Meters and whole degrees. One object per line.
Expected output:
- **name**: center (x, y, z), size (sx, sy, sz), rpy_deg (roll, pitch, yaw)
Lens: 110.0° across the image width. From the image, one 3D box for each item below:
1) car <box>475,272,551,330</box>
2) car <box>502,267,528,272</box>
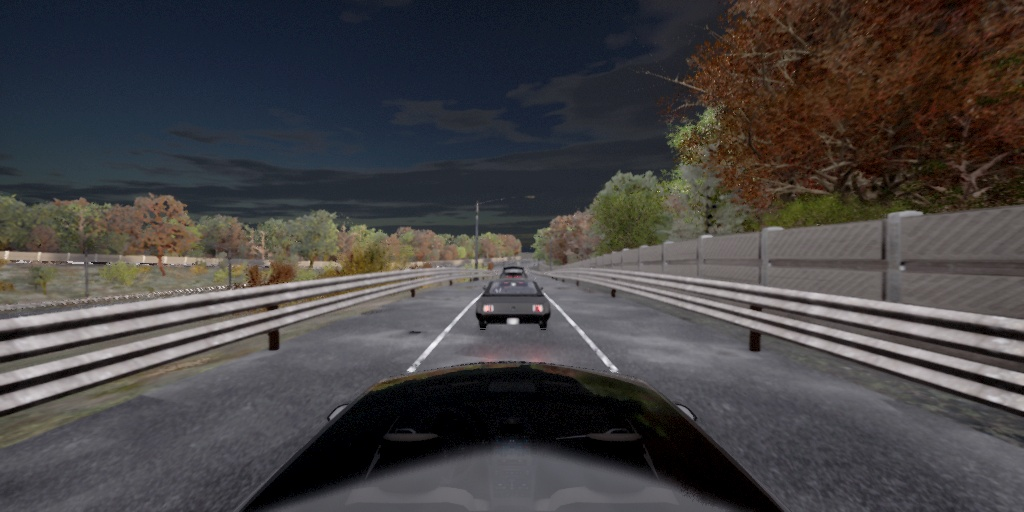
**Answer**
- **car**: center (0.034, 1.327, 11.007), size (1.895, 1.301, 4.718), rpy_deg (0, 0, 0)
- **car**: center (0.123, 1.453, 23.659), size (1.837, 1.490, 4.892), rpy_deg (0, -1, 1)
